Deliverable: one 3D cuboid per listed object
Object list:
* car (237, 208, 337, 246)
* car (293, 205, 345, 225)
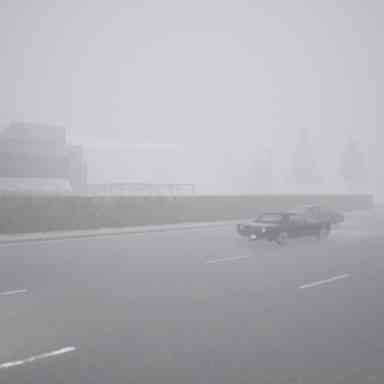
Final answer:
[{"bbox_3d":[4.416,1.614,15.478,4.718,1.301,1.895,0,0,-35],"label":"car"},{"bbox_3d":[8.022,1.568,22.340,5.357,1.411,2.033,0,0,-35],"label":"car"}]
